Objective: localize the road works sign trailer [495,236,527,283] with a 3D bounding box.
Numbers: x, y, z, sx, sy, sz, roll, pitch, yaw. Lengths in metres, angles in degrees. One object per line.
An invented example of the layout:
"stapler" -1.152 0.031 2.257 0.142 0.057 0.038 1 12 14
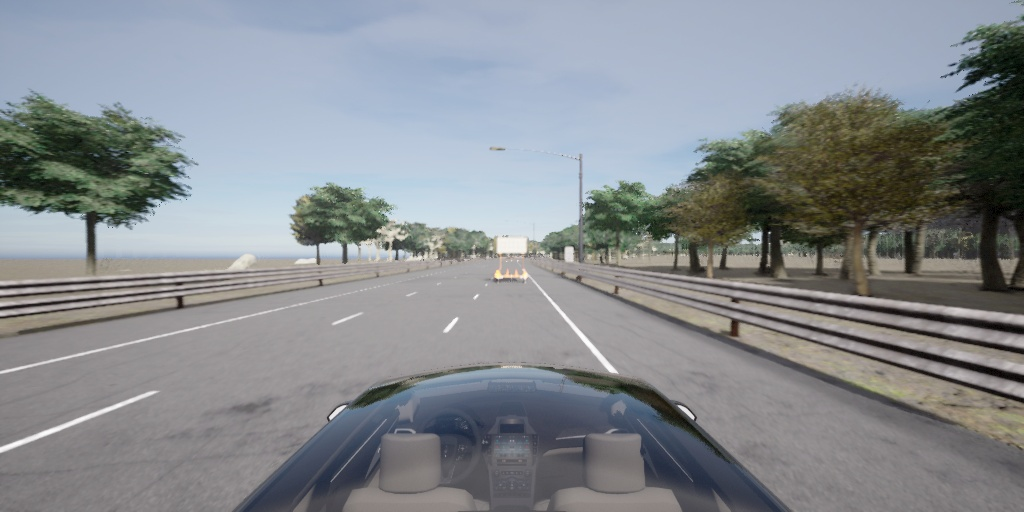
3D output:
"road works sign trailer" -0.014 0.221 27.646 2.380 3.560 2.880 0 0 0
